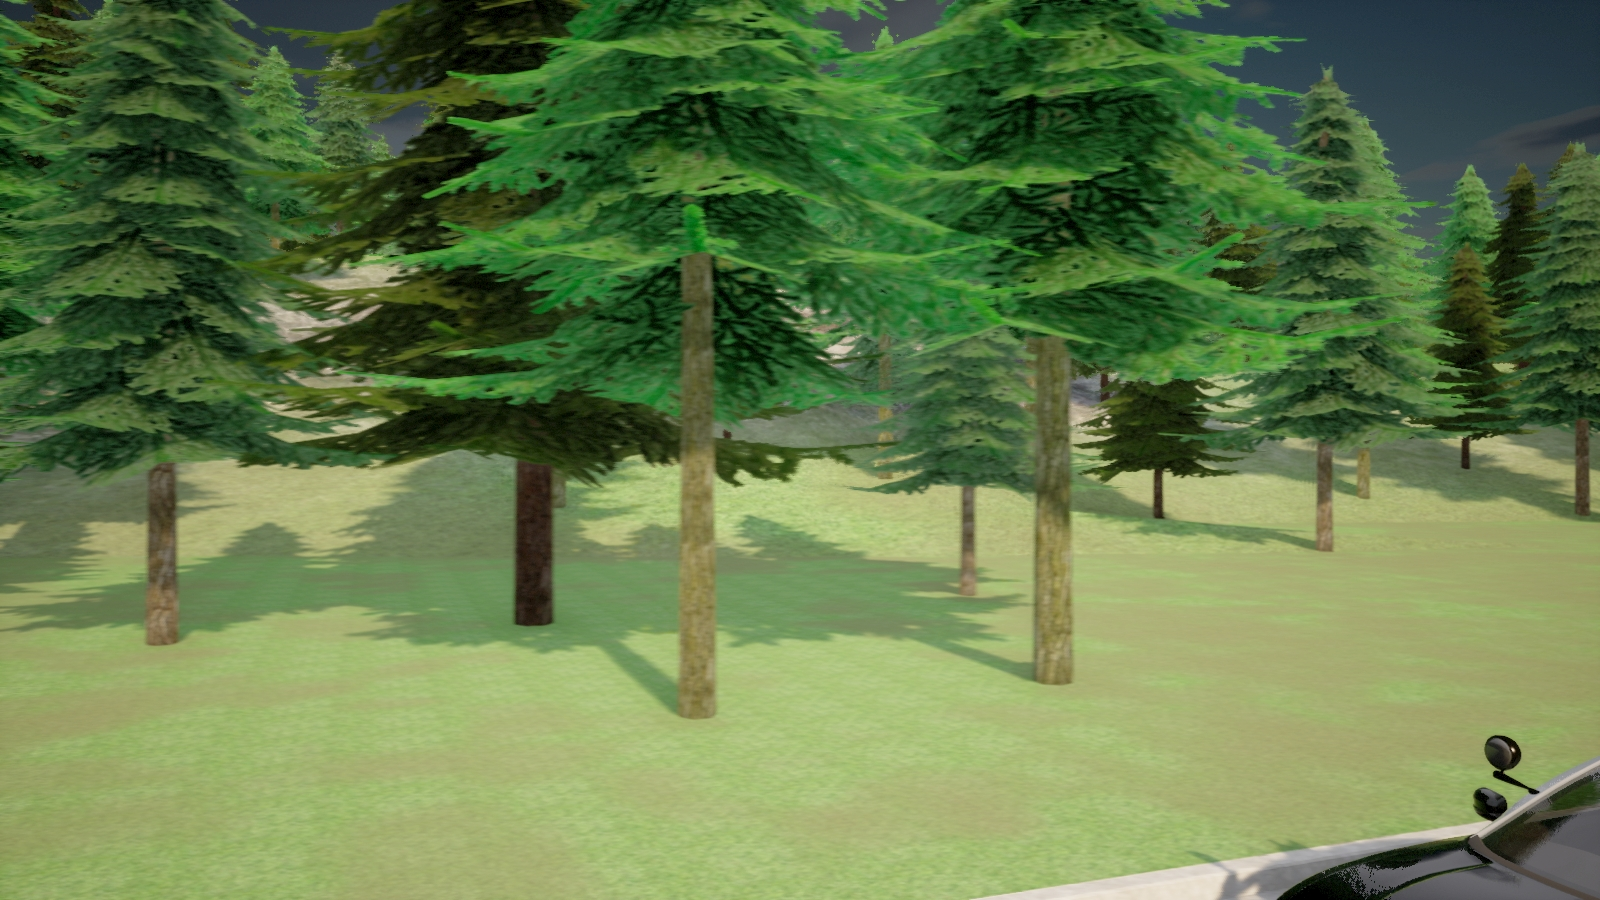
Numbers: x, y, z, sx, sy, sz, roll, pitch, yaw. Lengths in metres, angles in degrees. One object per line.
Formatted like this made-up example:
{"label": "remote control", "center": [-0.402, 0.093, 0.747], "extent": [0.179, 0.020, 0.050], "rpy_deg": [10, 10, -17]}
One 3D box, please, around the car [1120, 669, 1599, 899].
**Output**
{"label": "car", "center": [4.232, 1.982, 4.955], "extent": [5.238, 1.638, 2.097], "rpy_deg": [0, 0, -20]}
